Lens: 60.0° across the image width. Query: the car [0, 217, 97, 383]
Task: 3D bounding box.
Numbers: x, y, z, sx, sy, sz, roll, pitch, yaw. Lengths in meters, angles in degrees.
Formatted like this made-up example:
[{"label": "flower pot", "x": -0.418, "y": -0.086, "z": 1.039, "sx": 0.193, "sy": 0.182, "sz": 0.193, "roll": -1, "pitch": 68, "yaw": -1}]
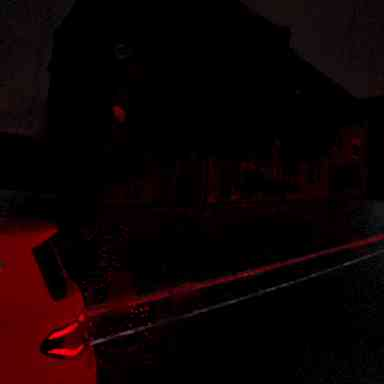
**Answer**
[{"label": "car", "x": -3.352, "y": 1.238, "z": 1.699, "sx": 5.566, "sy": 2.045, "sz": 2.150, "roll": 0, "pitch": 0, "yaw": -35}]
